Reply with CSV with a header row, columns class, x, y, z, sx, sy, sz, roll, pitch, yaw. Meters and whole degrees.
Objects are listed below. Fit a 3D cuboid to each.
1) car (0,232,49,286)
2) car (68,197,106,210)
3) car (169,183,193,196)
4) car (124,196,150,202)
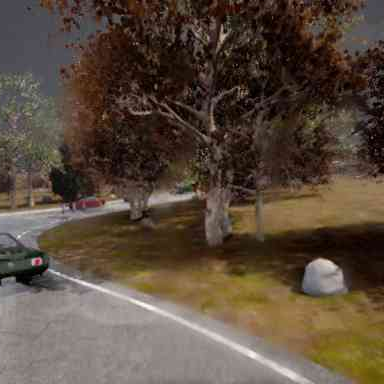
class,x,y,z,sx,sy,sz,roll,pitch,yaw
car,-5.826,1.665,8.566,4.718,1.301,1.895,0,-1,35
car,-12.602,1.348,39.963,1.895,1.301,4.718,0,3,24
car,-1.838,-0.532,59.578,2.150,2.045,5.566,0,4,33
car,-8.063,0.638,49.085,1.837,1.490,4.892,0,4,29
